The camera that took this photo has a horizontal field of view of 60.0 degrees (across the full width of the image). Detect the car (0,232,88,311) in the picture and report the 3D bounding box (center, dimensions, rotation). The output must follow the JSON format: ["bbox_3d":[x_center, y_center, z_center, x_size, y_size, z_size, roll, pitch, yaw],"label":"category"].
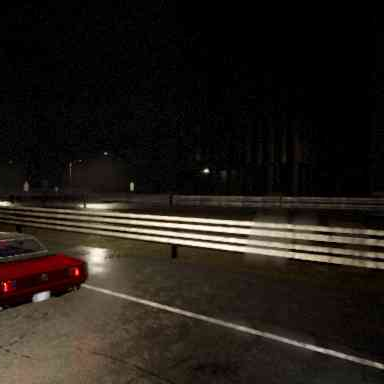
[{"bbox_3d":[-4.453,1.545,7.166,4.718,1.301,1.895,1,0,35],"label":"car"}]
